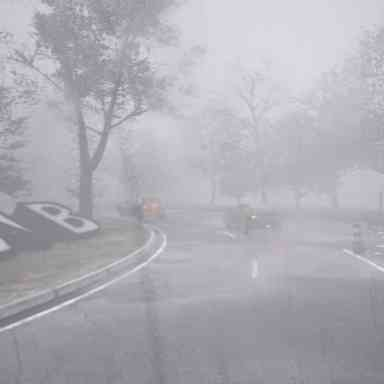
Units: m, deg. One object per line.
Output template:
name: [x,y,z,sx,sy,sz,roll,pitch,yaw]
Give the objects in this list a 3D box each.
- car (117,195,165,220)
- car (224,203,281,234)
car: [-3.965,1.101,25.470,2.097,1.767,4.553,0,1,-37]
car: [3.184,1.353,18.195,1.837,1.490,4.892,1,0,-11]
